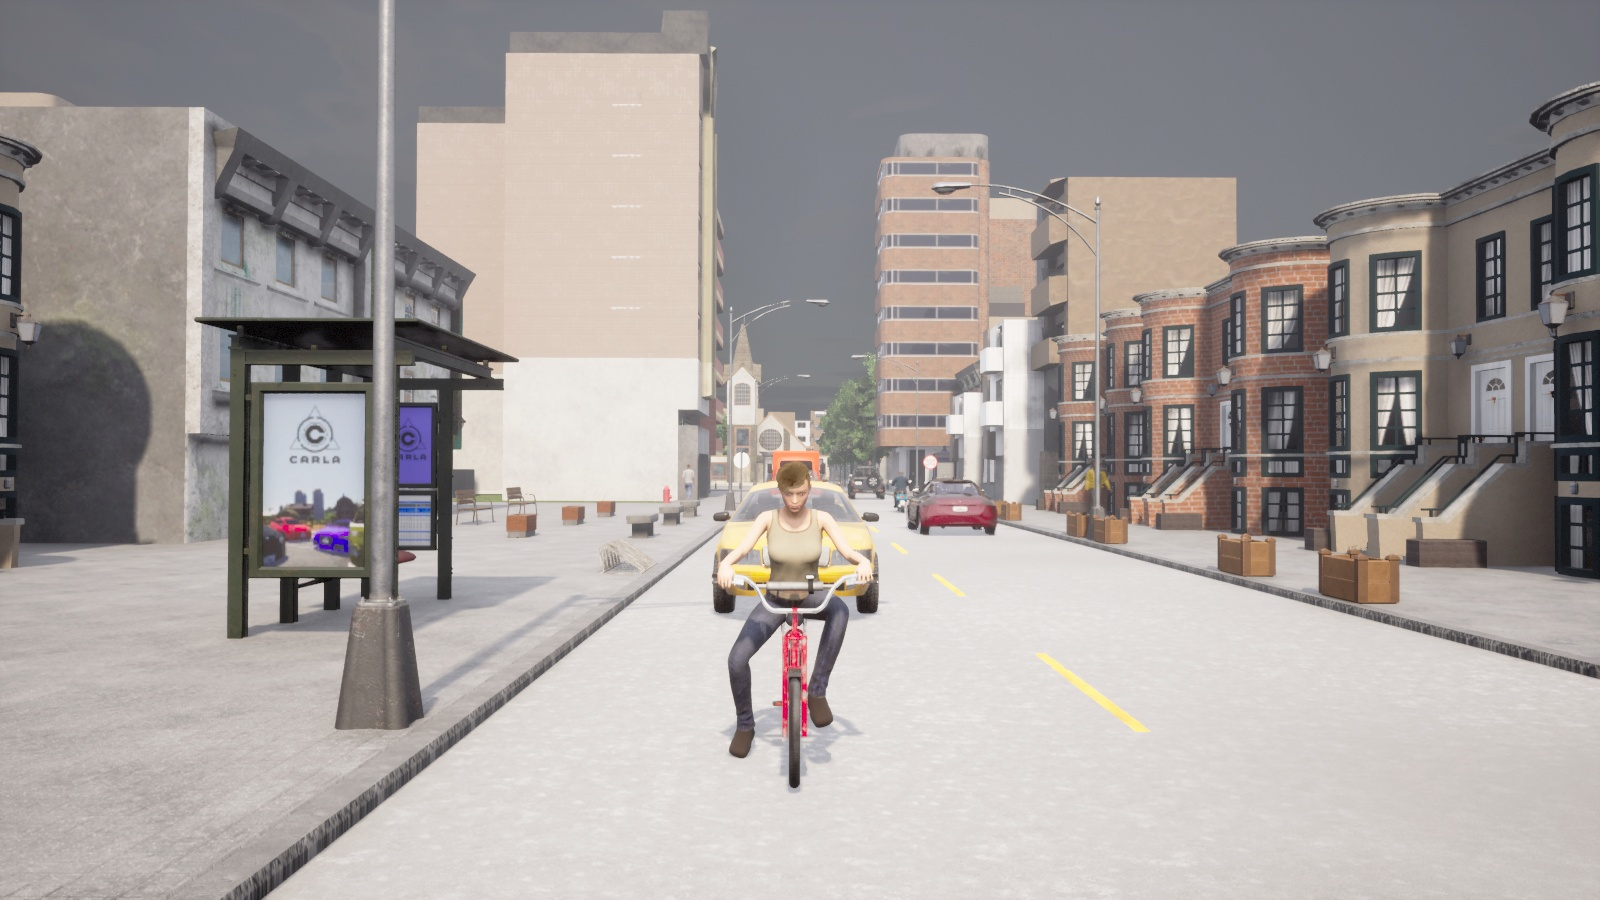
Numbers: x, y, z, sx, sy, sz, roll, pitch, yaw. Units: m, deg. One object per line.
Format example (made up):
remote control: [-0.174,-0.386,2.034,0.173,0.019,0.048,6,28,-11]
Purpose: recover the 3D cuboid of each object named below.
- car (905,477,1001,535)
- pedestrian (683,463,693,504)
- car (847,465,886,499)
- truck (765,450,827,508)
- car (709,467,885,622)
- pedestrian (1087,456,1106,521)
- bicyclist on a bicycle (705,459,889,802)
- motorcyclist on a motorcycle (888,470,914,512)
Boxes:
car: [3.920,1.412,32.810,1.994,1.385,4.181,0,-1,0]
pedestrian: [-5.054,1.495,56.748,0.354,1.836,0.706,0,-1,1]
car: [3.765,1.816,71.635,1.932,1.855,4.605,0,-1,0]
truck: [-0.170,1.263,55.774,2.627,2.467,5.204,0,-1,0]
car: [-0.039,1.015,15.534,1.801,1.575,5.366,0,-1,0]
pedestrian: [8.479,1.093,35.952,0.370,1.835,0.726,0,-1,2]
bicyclist on a bicycle: [-0.022,0.863,6.680,0.866,1.612,1.509,0,-1,-1]
motorcyclist on a motorcycle: [3.863,1.559,48.123,0.866,1.590,1.817,0,-1,0]
